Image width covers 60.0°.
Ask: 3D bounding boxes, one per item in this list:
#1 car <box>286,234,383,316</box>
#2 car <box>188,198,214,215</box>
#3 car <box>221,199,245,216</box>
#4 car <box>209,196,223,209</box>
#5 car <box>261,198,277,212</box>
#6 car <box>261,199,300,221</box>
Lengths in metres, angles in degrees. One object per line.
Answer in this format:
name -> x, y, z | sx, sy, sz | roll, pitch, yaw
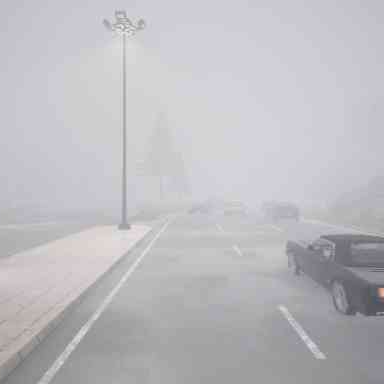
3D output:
car -> 3.598, 1.601, 7.423 | 1.895, 1.301, 4.718 | 0, 0, 0
car -> 0.865, 1.601, 34.378 | 1.895, 1.301, 4.718 | 0, 0, 8
car -> 4.028, 1.601, 31.915 | 1.895, 1.301, 4.718 | 0, 0, 5
car -> 3.286, 1.352, 44.388 | 2.097, 1.767, 4.553 | 0, 0, 16
car -> 9.488, 1.526, 40.710 | 1.812, 1.442, 4.674 | 0, 0, 15
car -> 7.220, 1.478, 26.914 | 1.882, 1.535, 5.008 | 0, -1, 2
